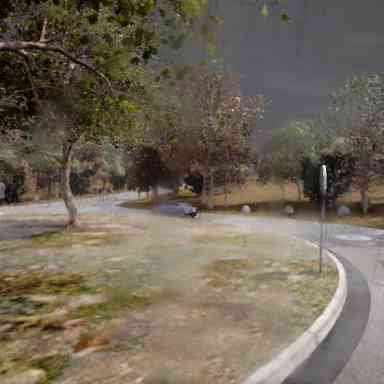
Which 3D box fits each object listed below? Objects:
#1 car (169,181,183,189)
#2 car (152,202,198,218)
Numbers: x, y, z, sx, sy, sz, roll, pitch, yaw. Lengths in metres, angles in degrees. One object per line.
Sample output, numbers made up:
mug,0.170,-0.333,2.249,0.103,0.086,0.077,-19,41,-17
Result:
car,-4.301,-1.960,91.353,2.150,2.045,5.566,1,5,21
car,-1.560,1.545,30.095,4.181,1.385,1.994,1,0,31
